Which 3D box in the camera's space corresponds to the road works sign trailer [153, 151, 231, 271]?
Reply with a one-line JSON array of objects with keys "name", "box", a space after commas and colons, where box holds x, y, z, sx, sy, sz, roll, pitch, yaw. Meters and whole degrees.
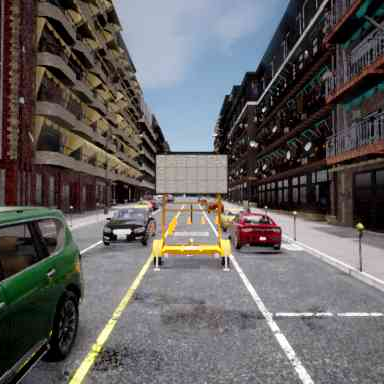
[{"name": "road works sign trailer", "box": [-0.012, 0.475, 10.965, 2.380, 3.560, 2.880, 0, 0, 0]}]

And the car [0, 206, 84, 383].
[{"name": "car", "box": [-2.745, 1.224, 3.004, 2.150, 2.045, 5.566, 0, 0, 0]}]

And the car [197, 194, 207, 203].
[{"name": "car", "box": [2.456, 1.541, 80.673, 2.192, 1.841, 5.009, 1, 0, 0]}]

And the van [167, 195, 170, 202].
[{"name": "van", "box": [-5.362, 1.472, 58.601, 1.690, 1.788, 3.998, 1, 0, 0]}]

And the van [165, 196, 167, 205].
[{"name": "van", "box": [-5.355, 1.452, 53.069, 1.690, 1.788, 3.998, 2, 0, 0]}]

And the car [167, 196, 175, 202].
[{"name": "car", "box": [-5.403, 1.819, 86.253, 1.947, 1.339, 4.313, 1, 0, 0]}]

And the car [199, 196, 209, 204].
[{"name": "car", "box": [2.509, 1.616, 69.610, 1.967, 1.590, 4.097, 1, 0, 0]}]

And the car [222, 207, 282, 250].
[{"name": "car", "box": [2.569, 1.561, 14.302, 1.887, 1.381, 4.507, 1, 0, 0]}]

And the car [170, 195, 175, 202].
[{"name": "car", "box": [-5.376, 1.492, 69.661, 2.192, 1.841, 5.009, 1, 0, 0]}]

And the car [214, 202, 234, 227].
[{"name": "car", "box": [2.562, 1.551, 20.004, 1.752, 1.417, 4.829, 1, 0, 0]}]

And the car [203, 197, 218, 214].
[{"name": "car", "box": [2.541, 1.608, 36.425, 1.887, 1.381, 4.507, 1, 0, 0]}]

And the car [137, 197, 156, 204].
[{"name": "car", "box": [-5.338, 1.588, 36.308, 1.752, 1.417, 4.829, 2, 0, 0]}]

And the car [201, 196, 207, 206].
[{"name": "car", "box": [2.534, 1.628, 41.956, 2.008, 1.369, 4.403, 1, 0, 0]}]

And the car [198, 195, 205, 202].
[{"name": "car", "box": [2.513, 1.676, 58.548, 1.887, 1.381, 4.507, 1, 0, 0]}]

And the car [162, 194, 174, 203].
[{"name": "car", "box": [-5.383, 1.516, 75.191, 2.192, 1.841, 5.009, 1, 0, 0]}]

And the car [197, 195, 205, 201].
[{"name": "car", "box": [2.439, 1.723, 91.735, 1.967, 1.590, 4.097, 1, 0, 0]}]

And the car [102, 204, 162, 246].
[{"name": "car", "box": [-2.771, 1.509, 15.496, 2.128, 1.511, 4.902, 0, 0, 0]}]

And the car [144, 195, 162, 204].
[{"name": "car", "box": [-5.340, 1.392, 42.010, 2.192, 1.841, 5.009, 2, 0, 0]}]
